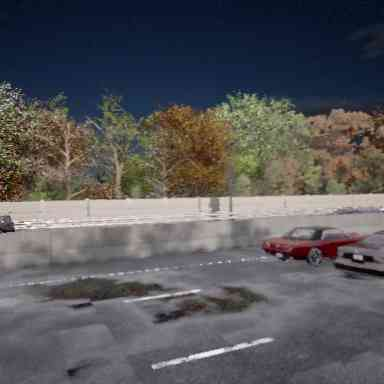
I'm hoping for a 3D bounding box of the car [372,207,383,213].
[{"bbox_3d":[22.963,2.036,36.491,5.566,2.045,2.150,-1,-3,-24],"label":"car"}]

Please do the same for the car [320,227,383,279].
[{"bbox_3d":[6.742,1.767,9.950,5.357,1.411,2.033,-1,-3,-24],"label":"car"}]

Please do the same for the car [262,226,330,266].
[{"bbox_3d":[5.209,2.001,13.089,4.718,1.301,1.895,-1,-3,-24],"label":"car"}]

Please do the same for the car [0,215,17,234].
[{"bbox_3d":[-16.970,2.875,26.223,5.566,2.045,2.150,-1,-3,-24],"label":"car"}]

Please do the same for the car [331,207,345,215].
[{"bbox_3d":[20.129,2.664,42.864,4.902,1.511,2.128,-1,-3,-24],"label":"car"}]

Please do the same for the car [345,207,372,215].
[{"bbox_3d":[21.288,2.544,39.549,5.357,1.411,2.033,-1,-3,-24],"label":"car"}]
